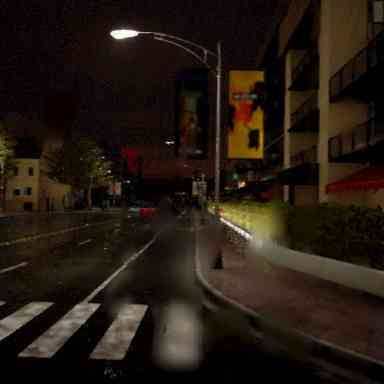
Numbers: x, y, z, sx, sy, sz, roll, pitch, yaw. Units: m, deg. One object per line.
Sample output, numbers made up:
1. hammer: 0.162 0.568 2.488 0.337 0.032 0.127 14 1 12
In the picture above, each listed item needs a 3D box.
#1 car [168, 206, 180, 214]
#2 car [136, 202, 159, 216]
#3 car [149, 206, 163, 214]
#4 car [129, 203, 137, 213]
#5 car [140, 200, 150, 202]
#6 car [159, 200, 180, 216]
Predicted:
1. car: -3.480 3.554 66.477 2.033 1.411 5.357 1 -2 1
2. car: -7.094 2.875 53.466 2.097 1.767 4.553 1 -2 1
3. car: -6.994 3.424 64.764 2.033 1.411 5.357 1 -2 1
4. car: -10.640 3.342 62.954 1.895 1.301 4.718 1 -2 1
5. car: -10.450 3.481 79.611 2.150 2.045 5.566 1 -2 1
6. car: -3.585 2.844 54.151 2.150 2.045 5.566 1 -1 1
